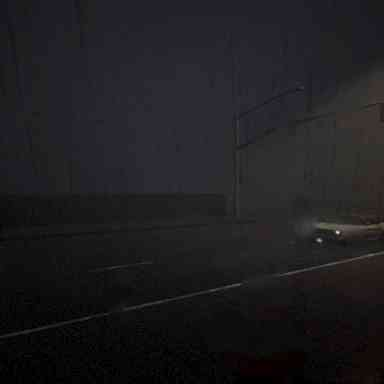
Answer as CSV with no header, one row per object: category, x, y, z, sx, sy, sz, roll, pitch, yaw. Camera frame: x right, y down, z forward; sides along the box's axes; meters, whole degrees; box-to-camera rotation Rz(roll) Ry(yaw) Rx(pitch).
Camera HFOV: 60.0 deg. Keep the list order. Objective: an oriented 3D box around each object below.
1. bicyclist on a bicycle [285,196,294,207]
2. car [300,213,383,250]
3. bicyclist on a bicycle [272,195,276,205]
bicyclist on a bicycle,14.481,1.449,49.530,1.656,1.620,0.582,0,0,-23
car,6.823,1.599,14.401,4.718,1.301,1.895,0,0,-36
bicyclist on a bicycle,13.481,1.296,54.438,0.582,1.620,1.656,0,0,21
